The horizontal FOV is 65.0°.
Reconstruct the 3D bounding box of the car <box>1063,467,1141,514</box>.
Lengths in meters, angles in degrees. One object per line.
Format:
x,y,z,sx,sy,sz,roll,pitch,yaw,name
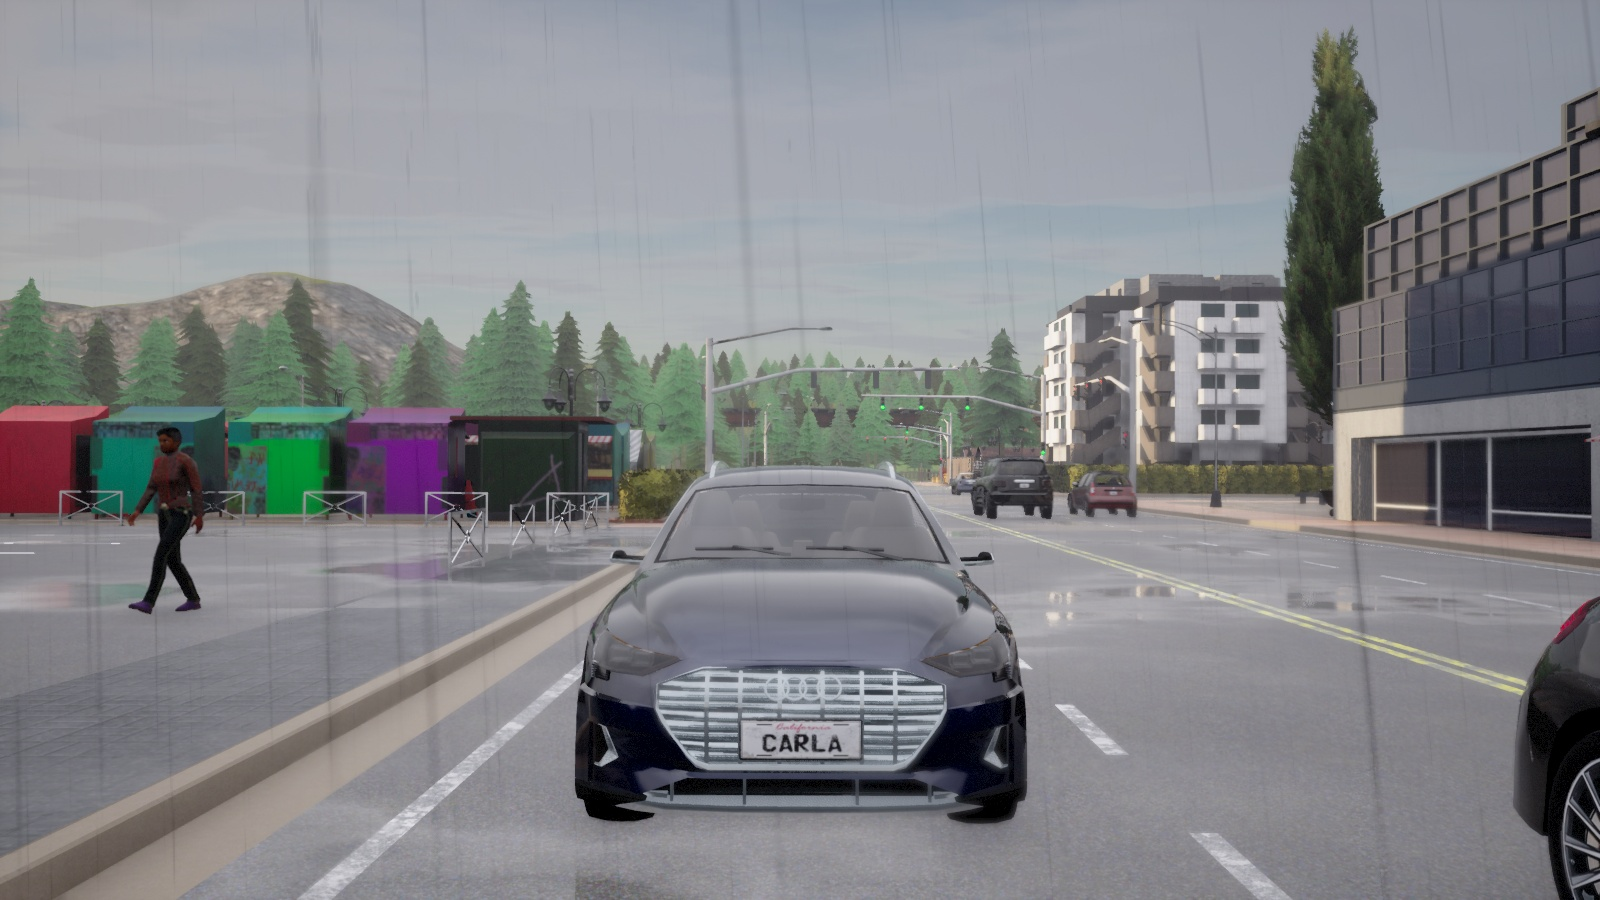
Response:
10.827,1.427,45.243,1.851,1.617,3.988,0,-1,0,car

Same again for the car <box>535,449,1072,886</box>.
0.019,0.865,7.197,2.033,1.649,4.856,0,-1,0,car

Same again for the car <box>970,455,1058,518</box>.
7.312,1.233,43.496,2.150,2.045,5.566,0,-1,0,car

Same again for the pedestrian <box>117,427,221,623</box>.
-6.038,0.698,12.041,0.328,1.805,0.869,-1,-1,24,pedestrian

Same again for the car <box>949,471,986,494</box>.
11.138,2.134,83.501,1.970,1.475,3.806,0,-1,0,car

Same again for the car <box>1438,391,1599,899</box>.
3.494,0.617,2.241,2.152,1.651,5.027,0,-1,0,car
